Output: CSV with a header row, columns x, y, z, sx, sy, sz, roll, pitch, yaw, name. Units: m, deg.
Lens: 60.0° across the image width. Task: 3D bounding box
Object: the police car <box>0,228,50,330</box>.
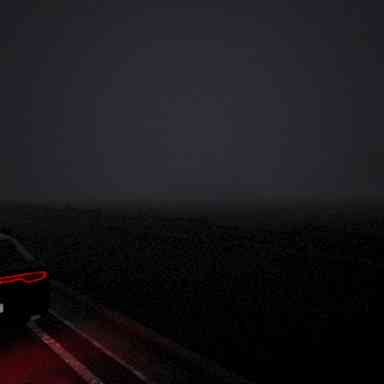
x,y,z,sx,sy,sz,roll,pitch,yaw,name
-4.498,1.444,6.533,1.930,1.638,5.238,-1,0,-42,police car
